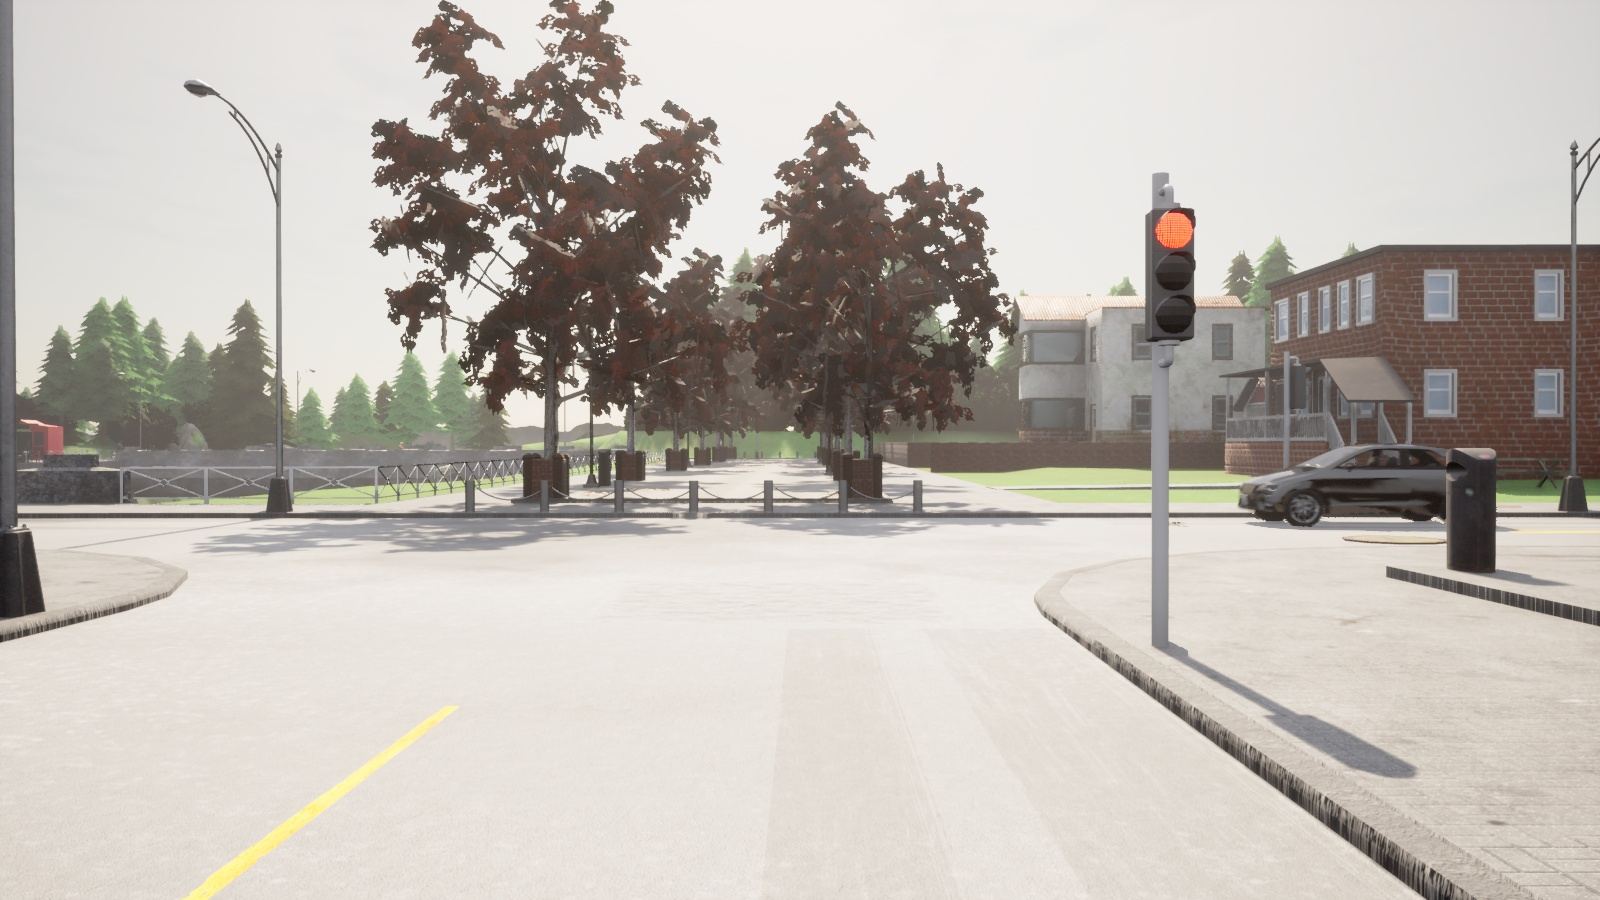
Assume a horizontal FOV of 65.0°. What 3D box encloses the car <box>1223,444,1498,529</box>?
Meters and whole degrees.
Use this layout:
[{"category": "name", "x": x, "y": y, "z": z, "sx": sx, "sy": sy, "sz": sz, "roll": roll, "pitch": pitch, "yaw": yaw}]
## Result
[{"category": "car", "x": 10.103, "y": 0.639, "z": 22.859, "sx": 4.193, "sy": 1.474, "sz": 1.816, "roll": 0, "pitch": 0, "yaw": 1}]
